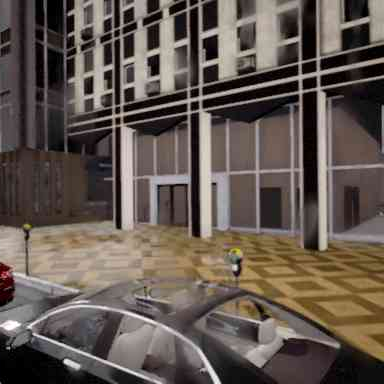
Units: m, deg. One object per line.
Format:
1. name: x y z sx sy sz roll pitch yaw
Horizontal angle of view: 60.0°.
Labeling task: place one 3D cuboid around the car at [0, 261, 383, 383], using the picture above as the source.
1. car: -0.457 1.538 3.215 4.403 1.369 2.008 0 -1 36
